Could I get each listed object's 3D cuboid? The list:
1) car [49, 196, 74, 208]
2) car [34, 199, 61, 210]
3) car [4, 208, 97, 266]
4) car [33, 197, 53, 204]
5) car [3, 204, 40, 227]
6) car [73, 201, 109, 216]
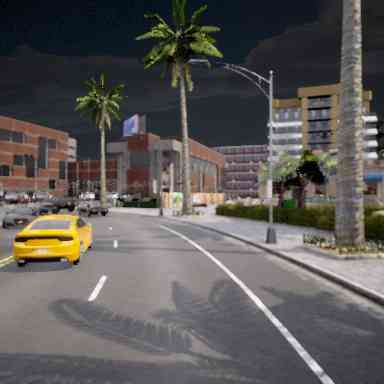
[{"bbox_3d":[-17.258,1.571,42.824,5.566,2.045,2.150,0,-1,39],"label":"car"},{"bbox_3d":[-16.491,1.805,36.625,1.837,1.490,4.892,1,0,-42],"label":"car"},{"bbox_3d":[-4.804,1.577,12.133,1.882,1.535,5.008,0,0,-10],"label":"car"},{"bbox_3d":[-35.852,2.060,80.166,4.193,1.474,1.816,0,0,18],"label":"car"},{"bbox_3d":[-11.821,1.754,23.128,1.994,1.385,4.181,0,-1,-25],"label":"car"},{"bbox_3d":[-10.544,1.885,35.032,1.895,1.301,4.718,0,-1,-36],"label":"car"}]
